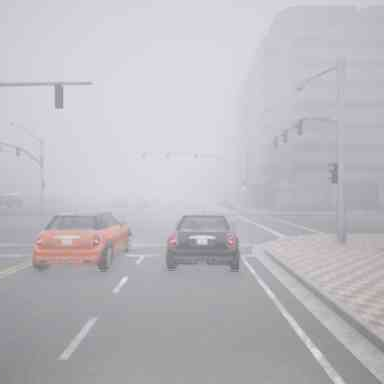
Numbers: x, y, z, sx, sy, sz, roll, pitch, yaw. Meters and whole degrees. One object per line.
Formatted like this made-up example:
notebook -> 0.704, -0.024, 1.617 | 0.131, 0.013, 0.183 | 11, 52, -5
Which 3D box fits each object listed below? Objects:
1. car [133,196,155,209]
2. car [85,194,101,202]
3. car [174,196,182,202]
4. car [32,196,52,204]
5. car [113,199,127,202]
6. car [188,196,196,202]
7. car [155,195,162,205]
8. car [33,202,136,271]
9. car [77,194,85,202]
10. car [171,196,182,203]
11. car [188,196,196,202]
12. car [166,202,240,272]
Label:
car -> -7.079, 1.695, 49.003 | 1.812, 1.442, 4.674 | 0, 0, 0
car -> -24.552, 1.443, 83.754 | 1.932, 1.855, 4.605 | 0, 0, 0
car -> -3.504, 1.666, 82.377 | 1.812, 1.442, 4.674 | 0, 0, 0
car -> -30.213, 1.626, 66.360 | 1.970, 1.475, 3.806 | 0, 0, 0
car -> -10.577, 1.695, 48.979 | 1.812, 1.442, 4.674 | 0, 0, 0
car -> -0.004, 1.694, 82.377 | 1.994, 1.385, 4.181 | 0, 0, 0
car -> -7.027, 1.575, 64.313 | 2.097, 1.767, 4.553 | 0, 0, 0
car -> -3.414, 1.392, 11.229 | 2.097, 1.767, 4.553 | 0, 0, 0
car -> -27.446, 1.447, 83.819 | 1.905, 1.878, 3.866 | 0, 0, 0
car -> -3.503, 1.804, 73.664 | 1.994, 1.385, 4.181 | 0, 0, 0
car -> -0.003, 1.847, 73.693 | 1.895, 1.301, 4.718 | 0, 0, 0
car -> 0.474, 1.391, 11.221 | 2.097, 1.767, 4.553 | 0, 0, 5
